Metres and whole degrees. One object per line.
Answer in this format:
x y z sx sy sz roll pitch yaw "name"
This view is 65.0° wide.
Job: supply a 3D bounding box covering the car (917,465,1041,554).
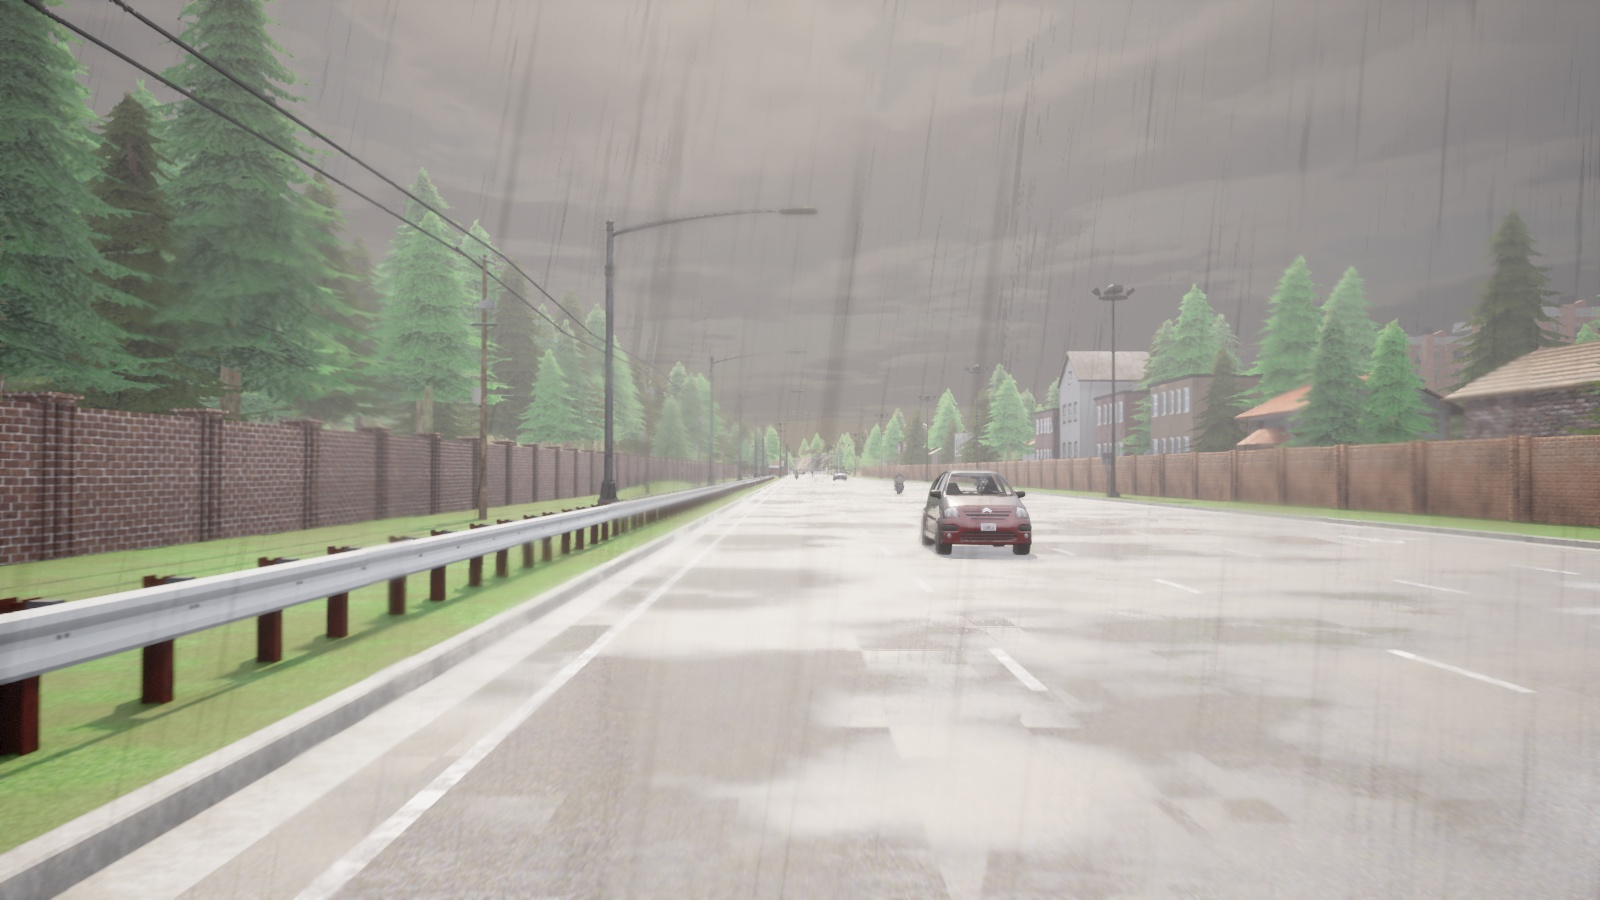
3.438 1.114 24.808 1.851 1.617 3.988 0 -1 0 "car"
